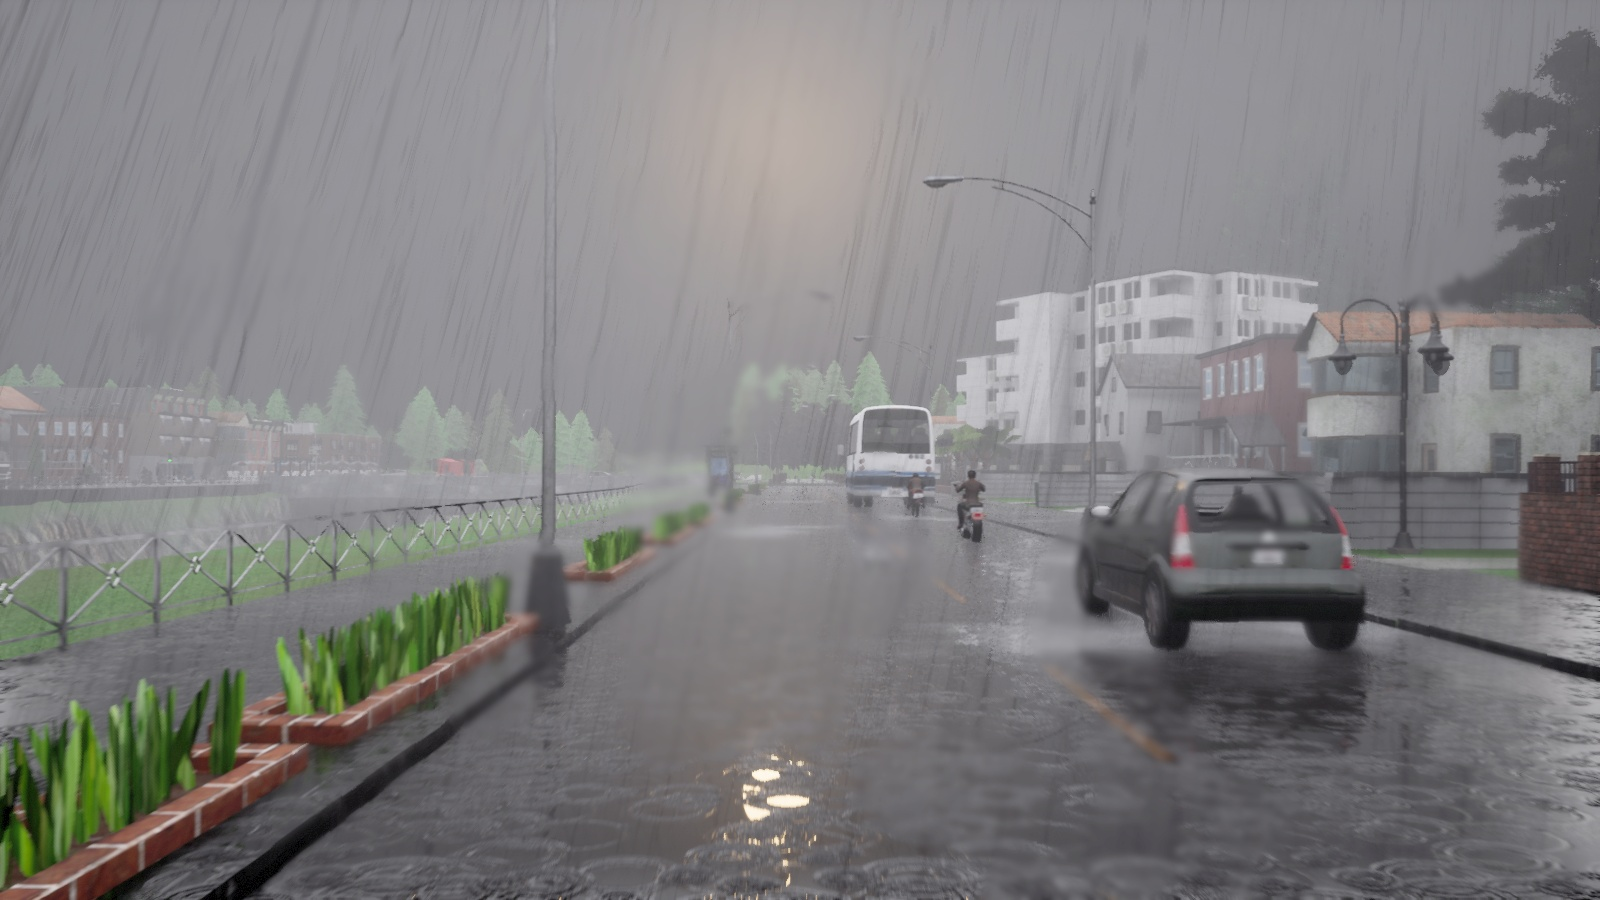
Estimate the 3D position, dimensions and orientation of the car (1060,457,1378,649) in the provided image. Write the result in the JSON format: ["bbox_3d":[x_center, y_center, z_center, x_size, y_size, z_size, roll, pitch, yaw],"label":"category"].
[{"bbox_3d":[3.970,0.909,12.660,1.851,1.617,3.988,0,-1,0],"label":"car"}]

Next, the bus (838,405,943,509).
[{"bbox_3d":[3.862,0.367,56.432,3.944,4.253,10.273,0,-1,0],"label":"bus"}]

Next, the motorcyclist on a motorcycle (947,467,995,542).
[{"bbox_3d":[3.932,1.235,29.031,0.766,1.649,2.350,0,-1,0],"label":"motorcyclist on a motorcycle"}]

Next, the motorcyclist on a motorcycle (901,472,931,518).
[{"bbox_3d":[3.901,1.489,42.252,0.797,1.523,2.044,0,-1,0],"label":"motorcyclist on a motorcycle"}]
